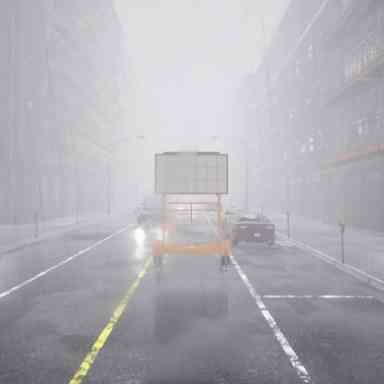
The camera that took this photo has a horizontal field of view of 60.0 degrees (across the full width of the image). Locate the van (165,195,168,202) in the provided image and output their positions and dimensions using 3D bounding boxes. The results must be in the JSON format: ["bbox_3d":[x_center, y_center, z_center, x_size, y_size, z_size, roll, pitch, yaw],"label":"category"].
[{"bbox_3d":[-5.317,1.455,54.120,1.690,1.788,3.998,2,0,0],"label":"van"}]

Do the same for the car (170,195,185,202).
[{"bbox_3d":[-2.811,1.637,65.913,1.882,1.535,5.008,0,0,1],"label":"car"}]

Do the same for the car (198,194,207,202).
[{"bbox_3d":[2.514,1.545,81.718,2.192,1.841,5.009,1,0,0],"label":"car"}]

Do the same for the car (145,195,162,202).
[{"bbox_3d":[-5.311,1.395,43.062,2.192,1.841,5.009,2,0,0],"label":"car"}]

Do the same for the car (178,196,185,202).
[{"bbox_3d":[-2.794,1.746,89.321,1.882,1.535,5.008,0,-1,0],"label":"car"}]

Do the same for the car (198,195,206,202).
[{"bbox_3d":[2.555,1.679,59.594,1.887,1.381,4.507,1,0,0],"label":"car"}]

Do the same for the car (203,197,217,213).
[{"bbox_3d":[2.566,1.610,37.470,1.887,1.381,4.507,1,0,0],"label":"car"}]

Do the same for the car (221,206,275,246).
[{"bbox_3d":[2.578,1.562,15.348,1.887,1.381,4.507,1,0,0],"label":"car"}]

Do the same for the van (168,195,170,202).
[{"bbox_3d":[-5.321,1.476,59.652,1.690,1.788,3.998,1,0,0],"label":"van"}]

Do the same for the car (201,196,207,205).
[{"bbox_3d":[2.563,1.630,43.002,2.008,1.369,4.403,1,0,0],"label":"car"}]

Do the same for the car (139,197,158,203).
[{"bbox_3d":[-5.313,1.590,37.360,1.752,1.417,4.829,2,0,0],"label":"car"}]

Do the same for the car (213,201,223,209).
[{"bbox_3d":[2.575,1.552,21.050,1.752,1.417,4.829,1,0,0],"label":"car"}]

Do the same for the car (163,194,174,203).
[{"bbox_3d":[-5.329,1.520,76.243,2.192,1.841,5.009,1,0,0],"label":"car"}]

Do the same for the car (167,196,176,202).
[{"bbox_3d":[-5.341,1.824,87.304,1.947,1.339,4.313,1,0,0],"label":"car"}]

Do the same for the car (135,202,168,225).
[{"bbox_3d":[-2.863,1.635,24.599,1.895,1.301,4.718,0,0,0],"label":"car"}]

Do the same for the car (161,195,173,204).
[{"bbox_3d":[-5.326,1.495,70.713,2.192,1.841,5.009,1,0,0],"label":"car"}]

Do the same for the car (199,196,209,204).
[{"bbox_3d":[2.559,1.620,70.656,1.967,1.590,4.097,1,0,0],"label":"car"}]

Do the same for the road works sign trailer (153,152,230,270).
[{"bbox_3d":[-0.017,0.475,11.018,2.380,3.560,2.880,0,0,0],"label":"road works sign trailer"}]
